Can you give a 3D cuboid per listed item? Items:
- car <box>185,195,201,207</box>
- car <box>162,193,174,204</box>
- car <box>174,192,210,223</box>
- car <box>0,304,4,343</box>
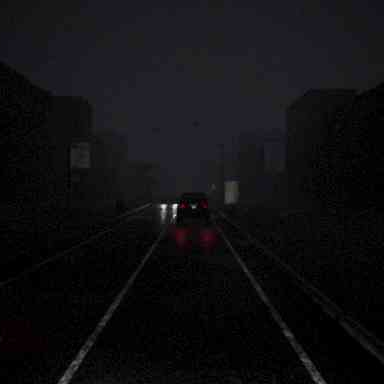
[{"bbox_3d":[0.099,1.056,41.605,1.895,1.301,4.718,0,1,0],"label":"car"},{"bbox_3d":[-3.084,0.901,46.143,1.812,1.442,4.674,0,1,0],"label":"car"},{"bbox_3d":[0.100,0.983,23.182,2.150,2.045,5.566,0,1,0],"label":"car"},{"bbox_3d":[-3.100,1.478,1.861,2.128,1.511,4.902,0,0,0],"label":"car"}]
